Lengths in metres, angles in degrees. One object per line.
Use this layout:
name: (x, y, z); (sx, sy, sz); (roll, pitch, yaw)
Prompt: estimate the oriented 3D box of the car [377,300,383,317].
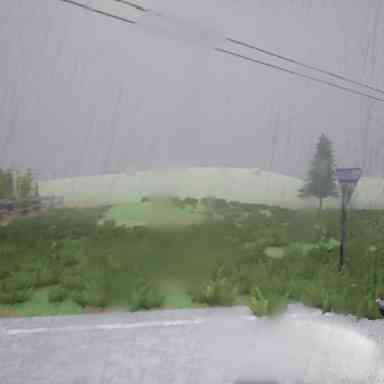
car: (5.543, 1.463, 4.675); (5.357, 1.411, 2.033); (1, 2, -10)
